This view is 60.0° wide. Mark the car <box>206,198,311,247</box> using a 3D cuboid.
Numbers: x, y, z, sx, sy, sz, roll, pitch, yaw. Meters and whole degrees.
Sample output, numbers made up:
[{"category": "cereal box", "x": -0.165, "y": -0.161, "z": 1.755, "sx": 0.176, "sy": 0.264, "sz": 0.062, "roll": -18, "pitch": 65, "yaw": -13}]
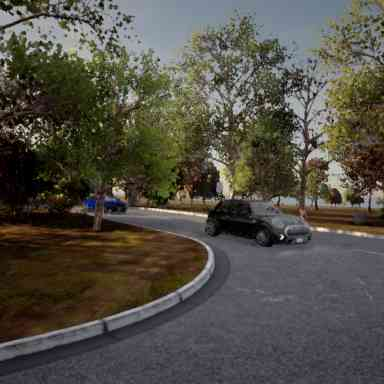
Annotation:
[{"category": "car", "x": 2.602, "y": 1.107, "z": 13.780, "sx": 2.097, "sy": 1.767, "sz": 4.553, "roll": 1, "pitch": 0, "yaw": -35}]

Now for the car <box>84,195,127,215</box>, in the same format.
[{"category": "car", "x": -7.161, "y": 0.961, "z": 27.413, "sx": 1.882, "sy": 1.535, "sz": 5.008, "roll": 2, "pitch": 0, "yaw": -41}]
